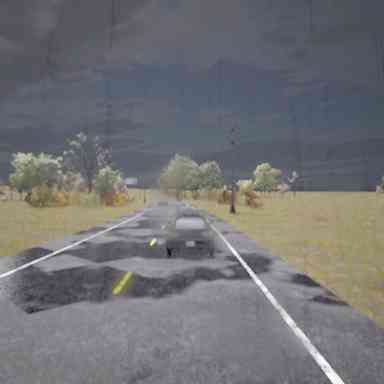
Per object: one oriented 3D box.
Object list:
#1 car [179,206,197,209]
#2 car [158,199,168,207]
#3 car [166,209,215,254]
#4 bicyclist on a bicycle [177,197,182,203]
[{"bbox_3d":[-0.369,1.867,28.300,1.895,1.301,4.718,0,-1,-1],"label":"car"},{"bbox_3d":[-5.626,2.147,65.129,2.033,1.411,5.357,0,0,-3],"label":"car"},{"bbox_3d":[-0.063,1.658,13.938,1.812,1.442,4.674,0,0,0],"label":"car"},{"bbox_3d":[-3.227,2.259,91.614,0.866,1.612,1.509,0,0,-5],"label":"bicyclist on a bicycle"}]
